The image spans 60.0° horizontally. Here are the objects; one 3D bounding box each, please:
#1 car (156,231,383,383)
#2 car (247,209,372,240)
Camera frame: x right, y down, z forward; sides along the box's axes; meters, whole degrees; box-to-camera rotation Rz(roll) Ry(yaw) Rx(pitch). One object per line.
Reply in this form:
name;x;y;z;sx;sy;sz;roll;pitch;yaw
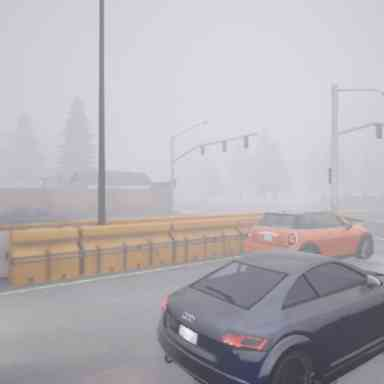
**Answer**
car;1.587;1.560;4.880;4.181;1.385;1.994;0;0;-35
car;3.928;1.345;10.849;4.553;1.767;2.097;0;0;-36
